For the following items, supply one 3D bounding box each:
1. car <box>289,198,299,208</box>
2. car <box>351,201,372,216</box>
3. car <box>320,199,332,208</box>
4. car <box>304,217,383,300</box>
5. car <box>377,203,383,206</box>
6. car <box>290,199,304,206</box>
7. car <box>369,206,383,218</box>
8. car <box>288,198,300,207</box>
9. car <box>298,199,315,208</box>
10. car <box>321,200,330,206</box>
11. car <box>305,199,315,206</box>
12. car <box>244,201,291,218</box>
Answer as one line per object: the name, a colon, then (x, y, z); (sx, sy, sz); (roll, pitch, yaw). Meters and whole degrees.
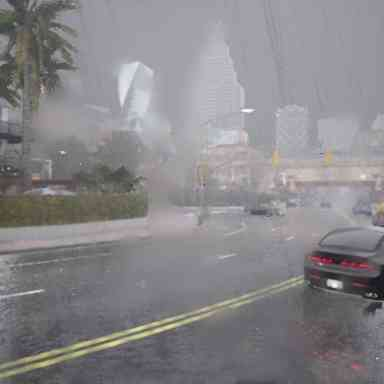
car: (20.208, 2.343, 67.143); (2.097, 1.535, 5.008); (0, -1, 21)
car: (20.374, 2.105, 40.020); (2.033, 1.411, 5.357); (0, -1, 21)
car: (25.787, 2.452, 63.830); (1.895, 1.301, 4.718); (0, -1, 21)
car: (4.544, 1.624, 8.409); (1.837, 1.490, 4.892); (0, 0, 44)
car: (25.483, 2.101, 43.494); (1.882, 1.535, 5.008); (0, -1, 21)
car: (26.353, 2.557, 83.207); (2.231, 1.521, 4.892); (0, -1, 31)
car: (12.912, 1.875, 21.593); (1.994, 1.385, 4.181); (0, -1, 25)
car: (22.411, 2.297, 73.181); (2.185, 1.767, 4.553); (0, -1, 21)
car: (22.345, 2.405, 64.638); (1.994, 1.385, 4.181); (0, -1, 21)
car: (32.804, 2.633, 81.843); (2.033, 1.411, 5.357); (0, -1, 21)
car: (29.164, 2.604, 82.144); (2.128, 1.511, 4.902); (0, -1, 21)
car: (7.617, 1.930, 35.279); (2.128, 1.511, 4.902); (1, -1, -33)
